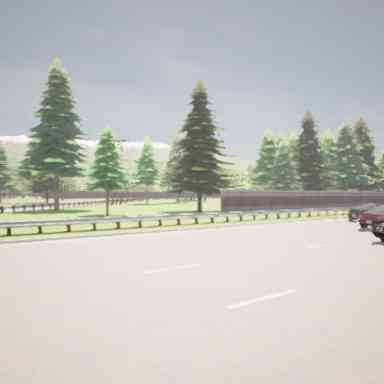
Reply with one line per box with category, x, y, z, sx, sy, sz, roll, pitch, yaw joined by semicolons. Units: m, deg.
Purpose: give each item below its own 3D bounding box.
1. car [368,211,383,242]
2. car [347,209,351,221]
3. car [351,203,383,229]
car;10.459;1.688;15.492;4.718;1.301;1.895;0;0;-35
car;14.492;1.663;27.085;4.674;1.442;1.812;0;0;-35
car;12.438;1.637;21.200;4.674;1.442;1.812;0;0;-35
